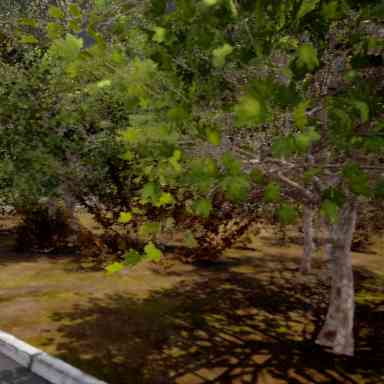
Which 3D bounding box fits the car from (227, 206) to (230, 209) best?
[{"bbox_3d":[6.024,2.239,46.480,2.097,1.535,5.008,0,0,35],"label":"car"}]
